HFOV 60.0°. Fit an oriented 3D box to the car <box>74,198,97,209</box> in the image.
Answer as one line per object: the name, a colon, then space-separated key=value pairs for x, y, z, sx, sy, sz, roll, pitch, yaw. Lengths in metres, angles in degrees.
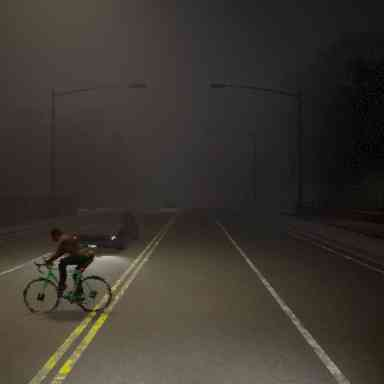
car: x=-15.247 y=1.547 z=43.356 sx=5.357 sy=1.411 sz=2.033 roll=0 pitch=0 yaw=0

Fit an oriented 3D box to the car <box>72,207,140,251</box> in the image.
car: x=-3.494 y=1.547 z=14.471 sx=2.033 sy=1.411 sz=5.357 roll=0 pitch=0 yaw=0

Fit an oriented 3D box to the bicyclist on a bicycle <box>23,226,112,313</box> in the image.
bicyclist on a bicycle: x=-2.322 y=1.455 z=6.155 sx=1.656 sy=1.620 sz=0.582 roll=-2 pitch=0 yaw=0

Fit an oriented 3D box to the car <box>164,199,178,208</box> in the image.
car: x=-3.258 y=1.832 z=51.514 sx=2.128 sy=1.511 sz=4.902 roll=0 pitch=-6 yaw=0
